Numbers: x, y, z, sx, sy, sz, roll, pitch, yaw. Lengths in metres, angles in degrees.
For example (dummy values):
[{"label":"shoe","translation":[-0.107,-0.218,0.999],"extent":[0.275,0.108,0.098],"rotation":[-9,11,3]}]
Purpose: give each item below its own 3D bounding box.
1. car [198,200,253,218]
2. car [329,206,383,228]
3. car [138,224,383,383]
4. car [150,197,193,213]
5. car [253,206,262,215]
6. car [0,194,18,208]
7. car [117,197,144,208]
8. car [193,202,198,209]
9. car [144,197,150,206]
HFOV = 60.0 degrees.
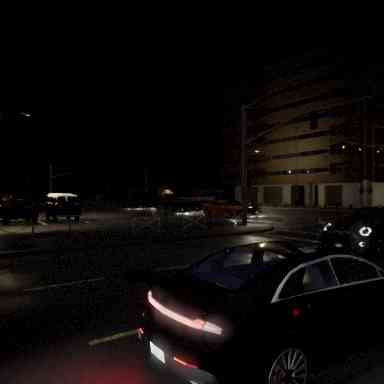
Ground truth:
[{"label":"car","translation":[2.985,1.533,30.986],"extent":[1.882,1.535,5.008],"rotation":[0,0,-34]},{"label":"car","translation":[7.257,1.353,13.061],"extent":[4.553,1.767,2.097],"rotation":[0,0,-28]},{"label":"car","translation":[1.638,1.492,4.908],"extent":[4.902,1.511,2.128],"rotation":[0,0,-34]},{"label":"car","translation":[-2.547,1.603,39.098],"extent":[2.033,1.411,5.357],"rotation":[0,0,-34]},{"label":"car","translation":[4.782,1.603,34.563],"extent":[2.033,1.411,5.357],"rotation":[0,0,-34]},{"label":"car","translation":[-31.359,1.209,56.593],"extent":[1.932,1.855,4.605],"rotation":[0,0,-34]},{"label":"car","translation":[-9.478,1.533,49.289],"extent":[1.882,1.535,5.008],"rotation":[0,0,-34]},{"label":"car","translation":[-0.618,1.656,42.484],"extent":[1.895,1.301,4.718],"rotation":[0,0,-34]},{"label":"car","translation":[-6.180,1.560,50.663],"extent":[1.837,1.490,4.892],"rotation":[0,0,-34]}]
